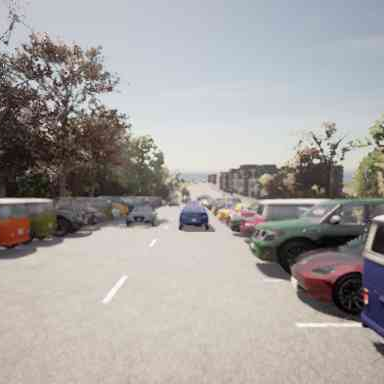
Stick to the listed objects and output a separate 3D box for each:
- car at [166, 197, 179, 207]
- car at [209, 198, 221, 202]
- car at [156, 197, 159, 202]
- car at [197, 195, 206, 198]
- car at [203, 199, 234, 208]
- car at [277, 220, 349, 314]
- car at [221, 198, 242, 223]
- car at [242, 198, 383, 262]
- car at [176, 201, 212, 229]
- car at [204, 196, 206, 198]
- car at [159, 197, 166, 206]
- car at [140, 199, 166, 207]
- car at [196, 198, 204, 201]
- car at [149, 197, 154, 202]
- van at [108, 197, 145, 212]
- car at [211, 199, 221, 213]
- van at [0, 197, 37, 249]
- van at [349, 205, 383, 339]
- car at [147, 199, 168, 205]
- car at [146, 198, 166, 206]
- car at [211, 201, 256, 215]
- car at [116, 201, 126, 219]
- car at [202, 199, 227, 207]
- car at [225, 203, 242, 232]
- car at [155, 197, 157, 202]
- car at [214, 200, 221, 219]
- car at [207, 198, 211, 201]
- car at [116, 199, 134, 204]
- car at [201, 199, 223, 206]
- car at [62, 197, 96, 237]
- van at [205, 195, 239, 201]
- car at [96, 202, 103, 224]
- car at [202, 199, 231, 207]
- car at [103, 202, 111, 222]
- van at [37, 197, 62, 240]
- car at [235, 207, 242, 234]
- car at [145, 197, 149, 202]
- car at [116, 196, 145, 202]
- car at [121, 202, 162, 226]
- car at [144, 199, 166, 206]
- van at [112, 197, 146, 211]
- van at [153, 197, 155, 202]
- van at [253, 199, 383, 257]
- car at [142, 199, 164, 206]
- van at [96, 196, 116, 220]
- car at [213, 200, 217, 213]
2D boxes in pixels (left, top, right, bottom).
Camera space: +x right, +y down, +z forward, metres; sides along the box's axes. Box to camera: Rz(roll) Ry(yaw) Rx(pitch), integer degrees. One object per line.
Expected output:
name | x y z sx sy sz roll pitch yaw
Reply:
car | -3.489 2.259 65.377 1.994 1.385 4.181 0 -1 0
car | 4.738 1.734 34.656 5.366 1.575 1.946 0 -1 0
car | -8.548 2.042 56.784 4.792 1.488 2.163 0 -1 0
car | 4.539 2.091 73.513 5.566 2.045 2.435 0 -1 0
car | 4.747 2.059 59.509 5.366 1.575 1.946 0 -1 0
car | 4.513 1.477 6.922 4.792 1.488 2.163 0 0 0
car | 4.580 1.484 23.554 4.553 1.767 2.185 0 -1 0
car | 4.515 1.199 9.675 5.566 2.045 2.435 0 -1 0
car | 0.123 1.603 22.708 1.882 1.535 5.008 0 -1 0
car | 4.528 1.806 51.311 4.553 1.767 2.185 0 -1 0
car | -8.544 1.923 65.222 5.566 2.045 2.435 0 -1 0
car | -8.328 2.283 70.755 5.366 1.575 1.946 0 -1 0
car | 0.115 1.803 40.542 1.882 1.535 5.008 0 -1 0
car | -8.527 1.898 48.608 5.008 1.535 2.097 0 -1 0
van | -8.407 1.608 43.071 4.442 1.987 1.878 0 -1 0
car | 4.545 1.707 31.880 4.892 1.521 2.231 0 -1 0
van | -8.652 1.258 12.600 4.442 1.987 1.878 0 -1 0
van | 4.658 1.235 4.139 4.442 1.987 1.878 0 0 0
car | -8.504 2.507 81.710 5.008 1.535 2.097 0 -1 0
car | -8.542 2.326 78.942 4.553 1.767 2.185 0 -1 0
car | 4.583 1.799 37.432 4.792 1.488 2.163 0 -1 0
car | -8.532 1.714 29.092 4.674 1.452 2.002 0 -1 0
car | 4.559 2.231 67.956 4.892 1.521 2.231 0 -1 0
car | 4.552 1.546 18.000 5.008 1.535 2.097 0 -1 0
car | -8.549 2.000 54.145 4.792 1.488 2.163 0 -1 0
car | 4.735 1.639 26.328 5.366 1.575 1.946 0 -1 0
car | 4.585 1.863 42.984 4.792 1.488 2.163 0 -1 0
car | -8.523 1.707 31.987 5.008 1.535 2.097 0 -1 0
car | 4.563 2.398 76.283 5.008 1.535 2.097 0 -1 0
car | -8.505 1.295 18.016 5.566 2.045 2.435 0 -1 0
van | 4.440 1.639 45.763 4.442 1.987 1.878 0 -1 0
car | -8.527 1.579 20.907 5.008 1.535 2.097 0 -1 0
car | 4.750 2.171 65.181 5.366 1.575 1.946 0 -1 0
car | -8.529 1.651 23.678 4.674 1.452 2.002 0 -1 0
van | -8.651 1.288 15.245 4.442 1.987 1.878 0 -1 0
car | 4.543 1.554 15.224 4.674 1.452 2.002 0 -1 0
car | -8.497 1.551 40.302 5.566 2.045 2.435 0 -1 0
car | -8.498 1.519 37.531 5.566 2.045 2.435 0 -1 0
car | -3.589 1.705 24.490 1.994 1.385 4.181 0 -1 0
car | -8.482 2.428 76.294 4.792 1.488 2.163 0 -1 0
van | -8.639 1.640 45.841 4.442 1.987 1.878 0 -1 0
van | -8.413 1.707 51.396 4.442 1.987 1.878 0 -1 0
van | 4.661 1.256 12.451 4.442 1.987 1.878 0 -1 0
car | -8.510 2.382 73.524 4.674 1.452 2.002 0 -1 0
van | -8.647 1.416 26.325 4.442 1.987 1.878 0 -1 0
car | 4.557 1.675 29.104 4.892 1.521 2.231 0 -1 0
